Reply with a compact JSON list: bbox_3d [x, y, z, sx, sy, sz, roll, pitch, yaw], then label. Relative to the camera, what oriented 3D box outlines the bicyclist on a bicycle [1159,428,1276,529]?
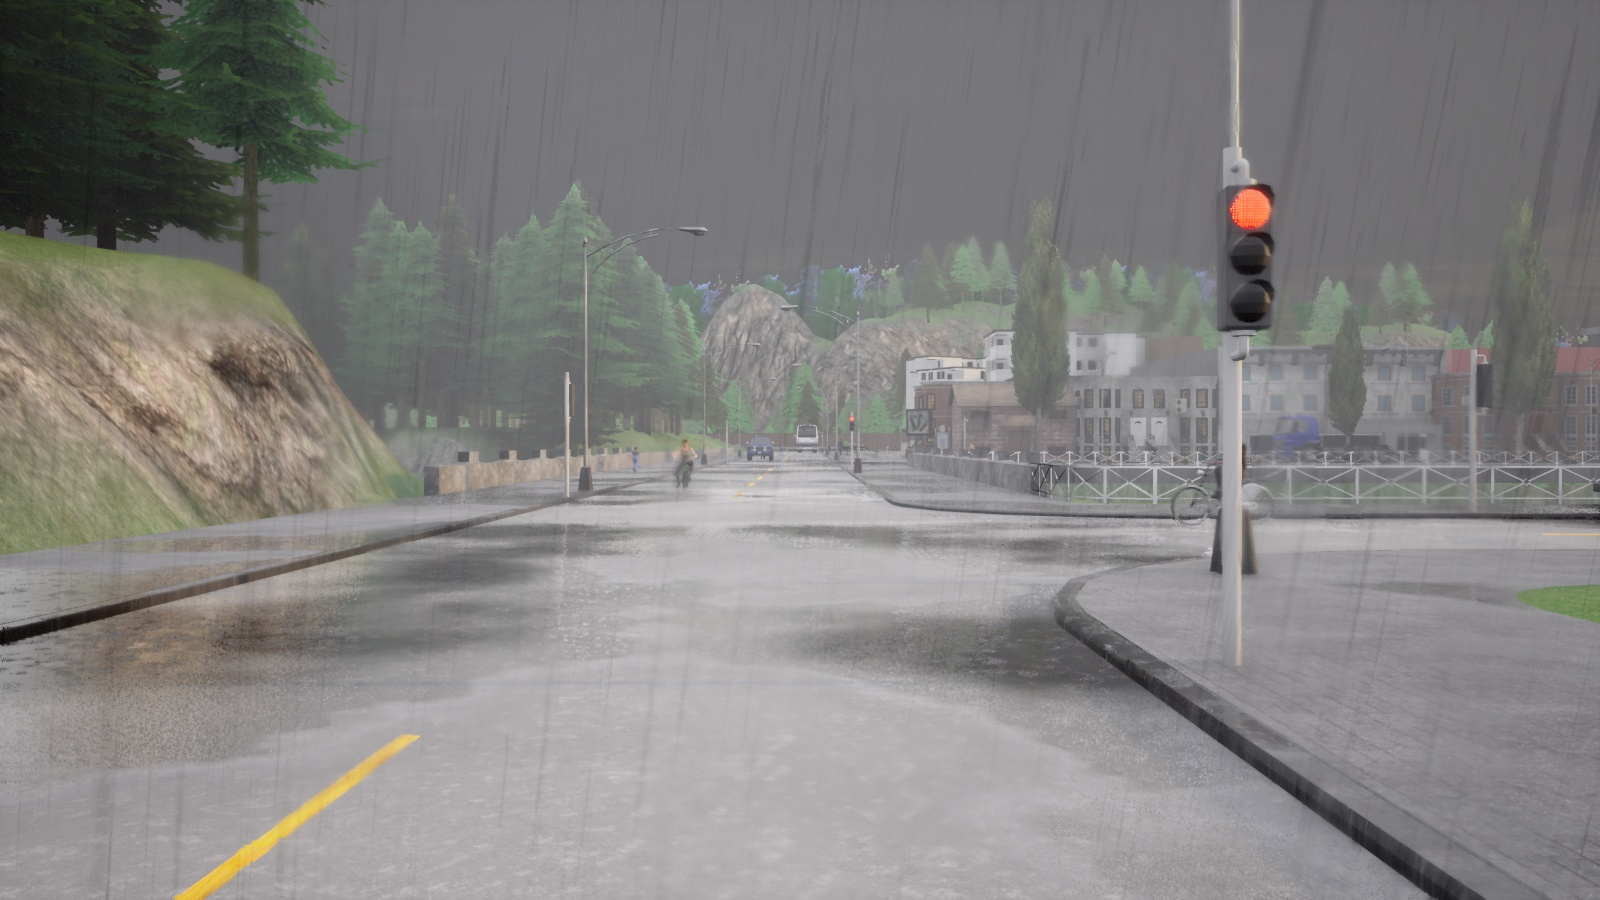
[{"bbox_3d":[7.417,0.497,22.357,1.843,1.776,0.659,0,1,-2],"label":"bicyclist on a bicycle"}]

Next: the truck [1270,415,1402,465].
[{"bbox_3d":[37.439,-0.701,87.890,7.936,3.462,2.891,0,0,0],"label":"truck"}]

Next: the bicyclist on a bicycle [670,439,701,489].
[{"bbox_3d":[-3.753,0.448,41.180,0.866,1.612,1.509,0,0,0],"label":"bicyclist on a bicycle"}]
